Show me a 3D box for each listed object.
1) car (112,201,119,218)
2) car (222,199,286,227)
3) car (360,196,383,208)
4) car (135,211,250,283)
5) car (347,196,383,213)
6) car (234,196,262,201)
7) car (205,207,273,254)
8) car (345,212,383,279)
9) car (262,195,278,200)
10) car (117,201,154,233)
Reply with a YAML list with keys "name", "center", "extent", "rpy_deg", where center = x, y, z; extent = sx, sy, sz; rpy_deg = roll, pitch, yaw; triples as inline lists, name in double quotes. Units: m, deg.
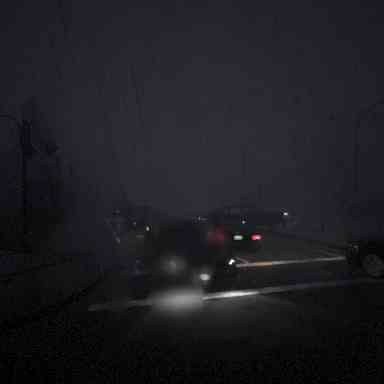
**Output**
- name: "car"
  center: [-6.233, 1.513, 30.094]
  extent: [2.033, 1.411, 5.357]
  rpy_deg: [0, 0, -17]
- name: "car"
  center: [2.857, 1.465, 19.893]
  extent: [5.357, 1.411, 2.033]
  rpy_deg: [-3, 1, -15]
- name: "car"
  center: [23.953, 1.270, 43.137]
  extent: [1.845, 1.501, 3.633]
  rpy_deg: [0, 0, -17]
- name: "car"
  center: [-0.371, 1.542, 10.098]
  extent: [2.033, 1.411, 5.357]
  rpy_deg: [0, 0, -15]
- name: "car"
  center: [15.622, 1.353, 29.164]
  extent: [1.970, 1.475, 3.806]
  rpy_deg: [0, 0, -17]
- name: "car"
  center: [7.412, 1.284, 46.134]
  extent: [2.007, 1.523, 4.514]
  rpy_deg: [0, 0, -17]
- name: "car"
  center: [1.354, 1.537, 13.386]
  extent: [2.033, 1.411, 5.357]
  rpy_deg: [0, 0, -4]
- name: "car"
  center: [6.524, 1.474, 8.222]
  extent: [5.008, 1.535, 1.882]
  rpy_deg: [0, 0, 40]
- name: "car"
  center: [10.402, 1.274, 47.086]
  extent: [2.152, 1.636, 5.027]
  rpy_deg: [0, 0, -17]
- name: "car"
  center: [-3.089, 1.528, 19.937]
  extent: [2.033, 1.411, 5.357]
  rpy_deg: [0, 0, -17]
